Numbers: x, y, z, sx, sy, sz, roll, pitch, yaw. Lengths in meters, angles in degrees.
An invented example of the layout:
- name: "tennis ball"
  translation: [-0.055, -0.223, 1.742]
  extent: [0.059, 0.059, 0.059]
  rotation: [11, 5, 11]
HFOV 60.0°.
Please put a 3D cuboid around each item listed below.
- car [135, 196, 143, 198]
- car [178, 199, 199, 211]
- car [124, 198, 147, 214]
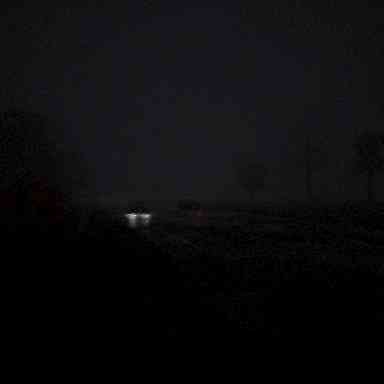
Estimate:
- name: "car"
  translation: [-12.948, 1.789, 80.922]
  extent: [2.097, 1.767, 4.553]
  rotation: [-1, 0, -19]
- name: "car"
  translation: [-0.522, 1.637, 43.992]
  extent: [2.128, 1.511, 4.902]
  rotation: [-1, 0, -19]
- name: "car"
  translation: [-6.741, 1.798, 40.510]
  extent: [1.837, 1.490, 4.892]
  rotation: [-1, 0, -19]
